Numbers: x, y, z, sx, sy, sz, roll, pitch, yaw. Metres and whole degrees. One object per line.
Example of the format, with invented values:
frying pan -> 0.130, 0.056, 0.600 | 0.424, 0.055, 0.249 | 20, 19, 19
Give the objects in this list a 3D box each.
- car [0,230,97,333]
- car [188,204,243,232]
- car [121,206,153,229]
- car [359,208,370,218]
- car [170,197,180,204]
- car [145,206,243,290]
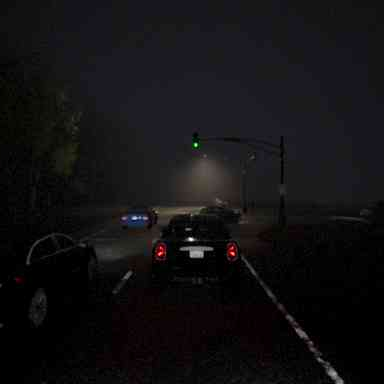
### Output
car -> -3.398, 1.513, 6.805 | 2.128, 1.511, 4.902 | 0, 0, 0
car -> 1.745, 1.614, 22.247 | 2.033, 1.411, 5.357 | 0, 0, 23
car -> -3.396, 1.614, 22.264 | 2.033, 1.411, 5.357 | 0, 0, 0
car -> 18.964, 1.879, 32.725 | 4.674, 1.442, 1.812 | 1, -1, 0
car -> -3.388, 1.690, 66.714 | 1.837, 1.490, 4.892 | 0, 0, 0
car -> 0.104, 1.381, 9.362 | 2.097, 1.767, 4.553 | 0, 0, 0
